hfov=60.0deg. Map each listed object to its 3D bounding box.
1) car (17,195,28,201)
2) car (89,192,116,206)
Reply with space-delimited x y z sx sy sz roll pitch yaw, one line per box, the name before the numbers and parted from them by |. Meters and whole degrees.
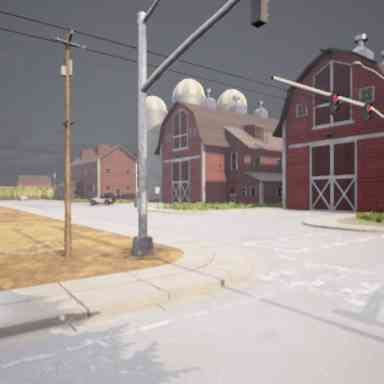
car | -41.440 1.449 81.369 1.812 1.442 4.674 0 0 -37
car | -13.582 1.052 50.802 3.866 1.878 1.905 -2 5 11
